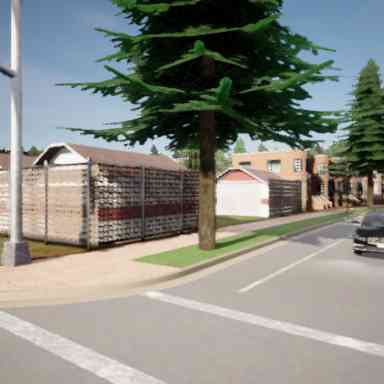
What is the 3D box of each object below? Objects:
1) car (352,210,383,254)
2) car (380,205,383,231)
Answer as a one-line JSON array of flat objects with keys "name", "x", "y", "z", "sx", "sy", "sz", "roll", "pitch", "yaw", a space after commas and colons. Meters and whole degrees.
[{"name": "car", "x": 7.365, "y": 1.465, "z": 12.569, "sx": 1.837, "sy": 1.490, "sz": 4.892, "roll": 0, "pitch": 0, "yaw": 35}, {"name": "car", "x": 12.699, "y": 1.486, "z": 20.051, "sx": 1.812, "sy": 1.442, "sz": 4.674, "roll": 0, "pitch": 0, "yaw": 36}]
